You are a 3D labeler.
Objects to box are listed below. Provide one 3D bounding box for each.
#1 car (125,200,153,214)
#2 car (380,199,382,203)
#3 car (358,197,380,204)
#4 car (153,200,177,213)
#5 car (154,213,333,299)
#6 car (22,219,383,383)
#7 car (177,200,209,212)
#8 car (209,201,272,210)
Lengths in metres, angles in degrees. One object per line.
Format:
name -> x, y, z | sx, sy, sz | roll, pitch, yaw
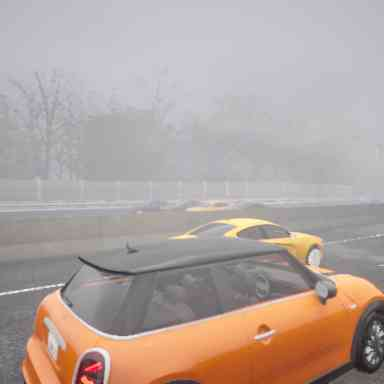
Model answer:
car -> -3.869, 1.505, 31.329 | 4.892, 1.490, 1.837 | 0, 0, -36
car -> 32.799, 1.515, 53.106 | 4.902, 1.511, 2.128 | 0, 0, -35
car -> 29.549, 1.498, 55.091 | 5.008, 1.535, 1.882 | 0, 0, -35
car -> -0.536, 1.478, 29.409 | 5.008, 1.535, 1.882 | 0, 0, -35
car -> 1.613, 1.476, 9.198 | 5.008, 1.535, 1.882 | 0, 0, -36
car -> 0.520, 1.351, 4.120 | 4.553, 1.767, 2.097 | 0, 0, -36
car -> 1.628, 1.478, 26.652 | 5.008, 1.535, 1.882 | 0, 0, -36
car -> 3.875, 1.505, 23.957 | 4.892, 1.490, 1.837 | 0, 0, -35
